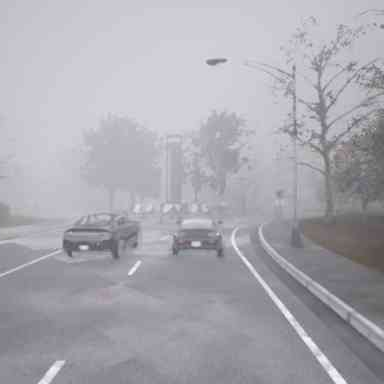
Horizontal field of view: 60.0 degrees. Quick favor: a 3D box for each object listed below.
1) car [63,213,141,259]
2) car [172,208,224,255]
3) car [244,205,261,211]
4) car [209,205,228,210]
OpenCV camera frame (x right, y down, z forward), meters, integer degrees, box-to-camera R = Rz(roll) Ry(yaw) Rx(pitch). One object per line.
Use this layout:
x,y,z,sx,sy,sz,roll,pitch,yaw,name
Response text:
-3.254,1.565,12.883,2.128,1.511,4.902,0,-1,3,car
0.293,1.605,13.506,1.812,1.442,4.674,0,-1,4,car
13.429,3.564,75.228,4.181,1.385,1.994,-2,-3,45,car
5.836,3.681,76.719,4.718,1.301,1.895,-1,-2,24,car
